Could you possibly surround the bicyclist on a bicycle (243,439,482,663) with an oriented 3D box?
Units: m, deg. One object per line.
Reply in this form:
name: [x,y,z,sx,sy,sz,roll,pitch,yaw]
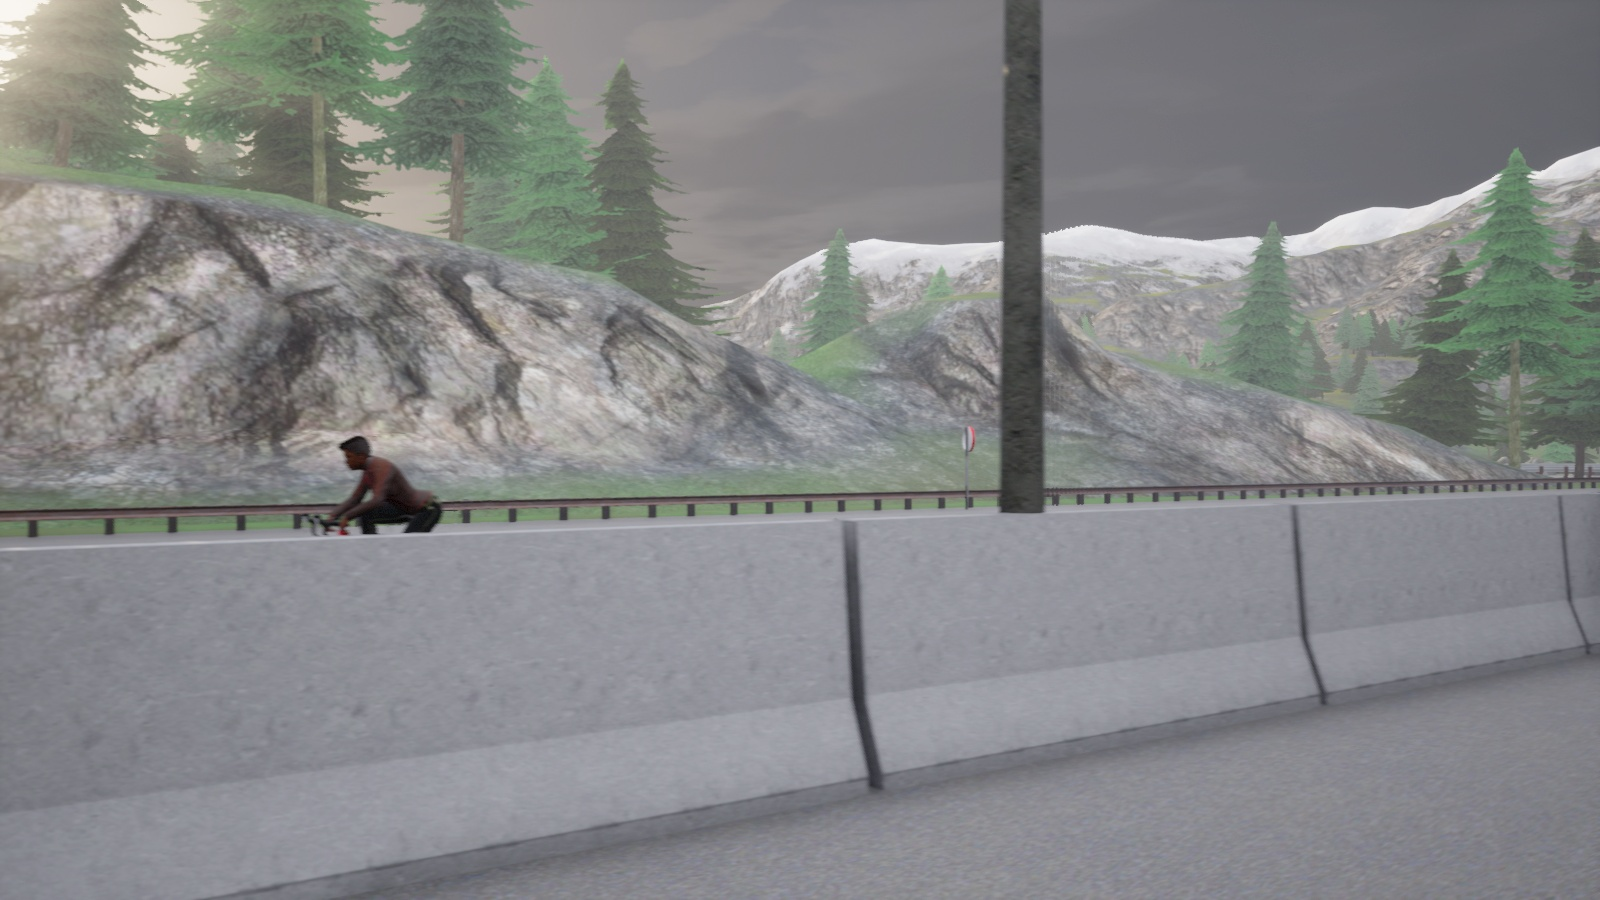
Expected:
bicyclist on a bicycle: [-3.400,0.729,9.821,1.656,1.620,0.582,0,0,-35]
